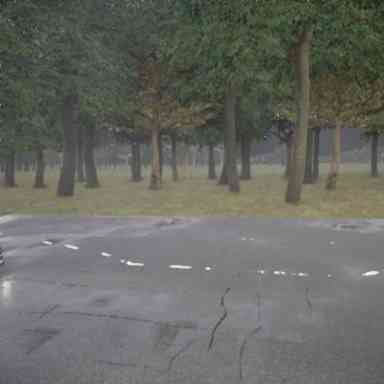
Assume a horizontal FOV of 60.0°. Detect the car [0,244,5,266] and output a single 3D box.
[{"bbox_3d":[-6.834,1.280,7.745,4.902,1.511,2.128,-1,4,14],"label":"car"}]
